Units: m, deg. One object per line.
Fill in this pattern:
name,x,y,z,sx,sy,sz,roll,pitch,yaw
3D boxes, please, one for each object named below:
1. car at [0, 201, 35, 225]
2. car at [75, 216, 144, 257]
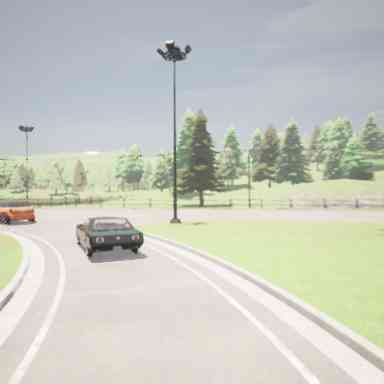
car,-14.006,1.442,25.483,4.553,1.767,2.097,0,0,38
car,-3.473,1.624,13.269,1.895,1.301,4.718,0,0,-25
